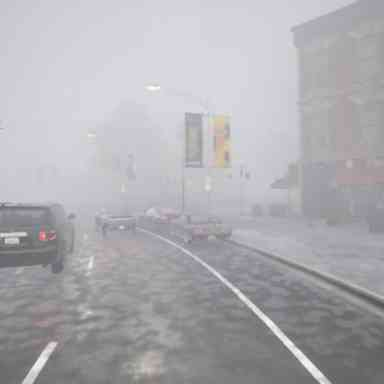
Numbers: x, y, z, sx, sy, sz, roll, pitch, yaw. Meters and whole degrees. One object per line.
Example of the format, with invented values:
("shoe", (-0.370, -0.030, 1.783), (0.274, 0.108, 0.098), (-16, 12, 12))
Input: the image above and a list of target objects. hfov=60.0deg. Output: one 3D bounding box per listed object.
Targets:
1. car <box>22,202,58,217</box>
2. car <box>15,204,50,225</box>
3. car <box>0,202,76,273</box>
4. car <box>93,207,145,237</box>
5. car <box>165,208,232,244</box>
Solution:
("car", (-17.108, 1.924, 37.299), (2.033, 1.411, 5.357), (0, 0, -45))
("car", (-13.327, 1.794, 27.598), (1.837, 1.490, 4.892), (0, -1, -36))
("car", (-5.167, 1.334, 10.926), (2.150, 2.045, 5.566), (0, 0, -15))
("car", (-4.554, 1.631, 19.332), (2.128, 1.511, 4.902), (-1, 0, -23))
("car", (0.233, 1.660, 16.206), (1.895, 1.301, 4.718), (-1, 0, -16))
